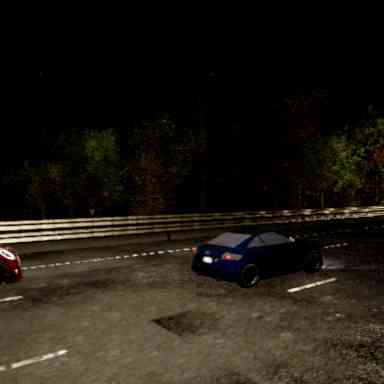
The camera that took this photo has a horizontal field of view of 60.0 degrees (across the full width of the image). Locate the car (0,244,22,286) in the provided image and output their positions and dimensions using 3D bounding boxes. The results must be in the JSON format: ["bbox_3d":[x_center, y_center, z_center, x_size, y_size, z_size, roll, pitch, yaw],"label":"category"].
[{"bbox_3d":[-6.605,1.566,7.856,4.553,1.767,2.097,0,-1,-37],"label":"car"}]

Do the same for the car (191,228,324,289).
[{"bbox_3d":[2.015,1.760,9.876,4.181,1.385,1.994,1,-2,-37],"label":"car"}]
